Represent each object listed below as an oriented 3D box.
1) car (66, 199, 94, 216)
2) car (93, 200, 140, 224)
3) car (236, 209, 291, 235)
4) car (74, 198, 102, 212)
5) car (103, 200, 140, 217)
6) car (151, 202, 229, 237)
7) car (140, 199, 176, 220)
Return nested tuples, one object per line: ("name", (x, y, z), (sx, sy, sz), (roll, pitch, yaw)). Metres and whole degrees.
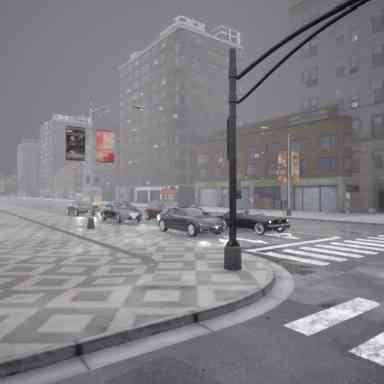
("car", (-11.529, 1.627, 34.344), (1.837, 1.490, 4.892), (0, 0, -36))
("car", (-5.679, 1.581, 26.286), (2.128, 1.511, 4.902), (0, 0, -36))
("car", (3.363, 1.648, 19.388), (1.895, 1.301, 4.718), (0, 0, -36))
("car", (-13.344, 1.620, 42.411), (1.882, 1.535, 5.008), (0, 0, -36))
("car", (-7.306, 1.619, 34.057), (1.837, 1.490, 4.892), (0, 0, -36))
("car", (-0.181, 1.558, 18.728), (1.837, 1.490, 4.892), (0, 0, -36))
("car", (-1.964, 1.435, 26.712), (2.097, 1.767, 4.553), (0, 0, -36))
